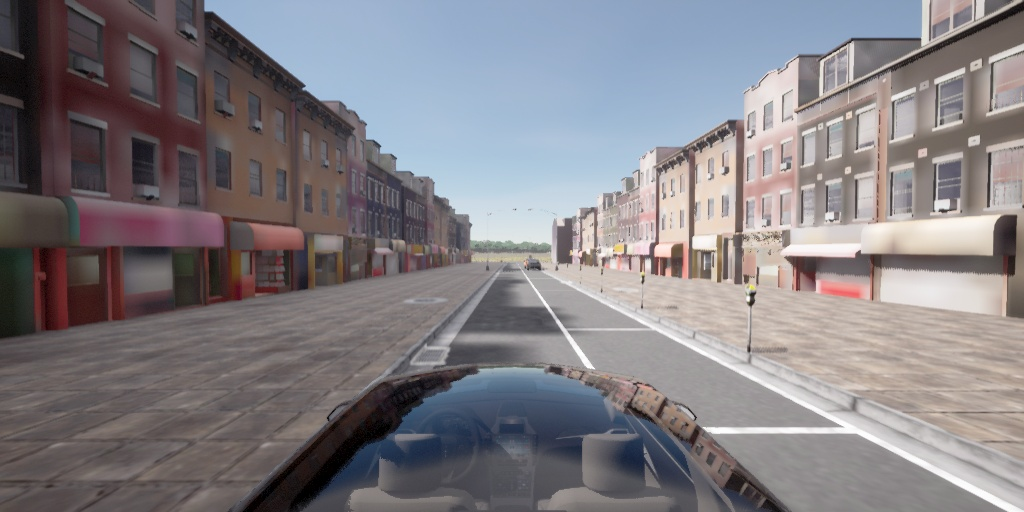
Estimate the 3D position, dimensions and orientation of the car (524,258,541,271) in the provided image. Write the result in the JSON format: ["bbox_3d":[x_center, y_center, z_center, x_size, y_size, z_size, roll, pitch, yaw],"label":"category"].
[{"bbox_3d":[3.021,1.239,50.122,1.837,1.490,4.892,0,0,0],"label":"car"}]
